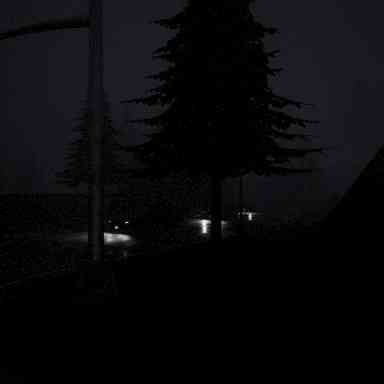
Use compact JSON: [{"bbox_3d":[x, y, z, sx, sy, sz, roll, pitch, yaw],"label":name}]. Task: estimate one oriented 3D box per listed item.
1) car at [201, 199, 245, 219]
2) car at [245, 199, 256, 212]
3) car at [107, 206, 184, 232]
[{"bbox_3d":[2.691,1.547,29.248,2.033,1.411,5.357,0,0,26],"label":"car"},{"bbox_3d":[6.459,1.547,38.985,2.033,1.411,5.357,0,0,16],"label":"car"},{"bbox_3d":[-2.629,1.547,20.380,2.033,1.411,5.357,0,0,35],"label":"car"}]
